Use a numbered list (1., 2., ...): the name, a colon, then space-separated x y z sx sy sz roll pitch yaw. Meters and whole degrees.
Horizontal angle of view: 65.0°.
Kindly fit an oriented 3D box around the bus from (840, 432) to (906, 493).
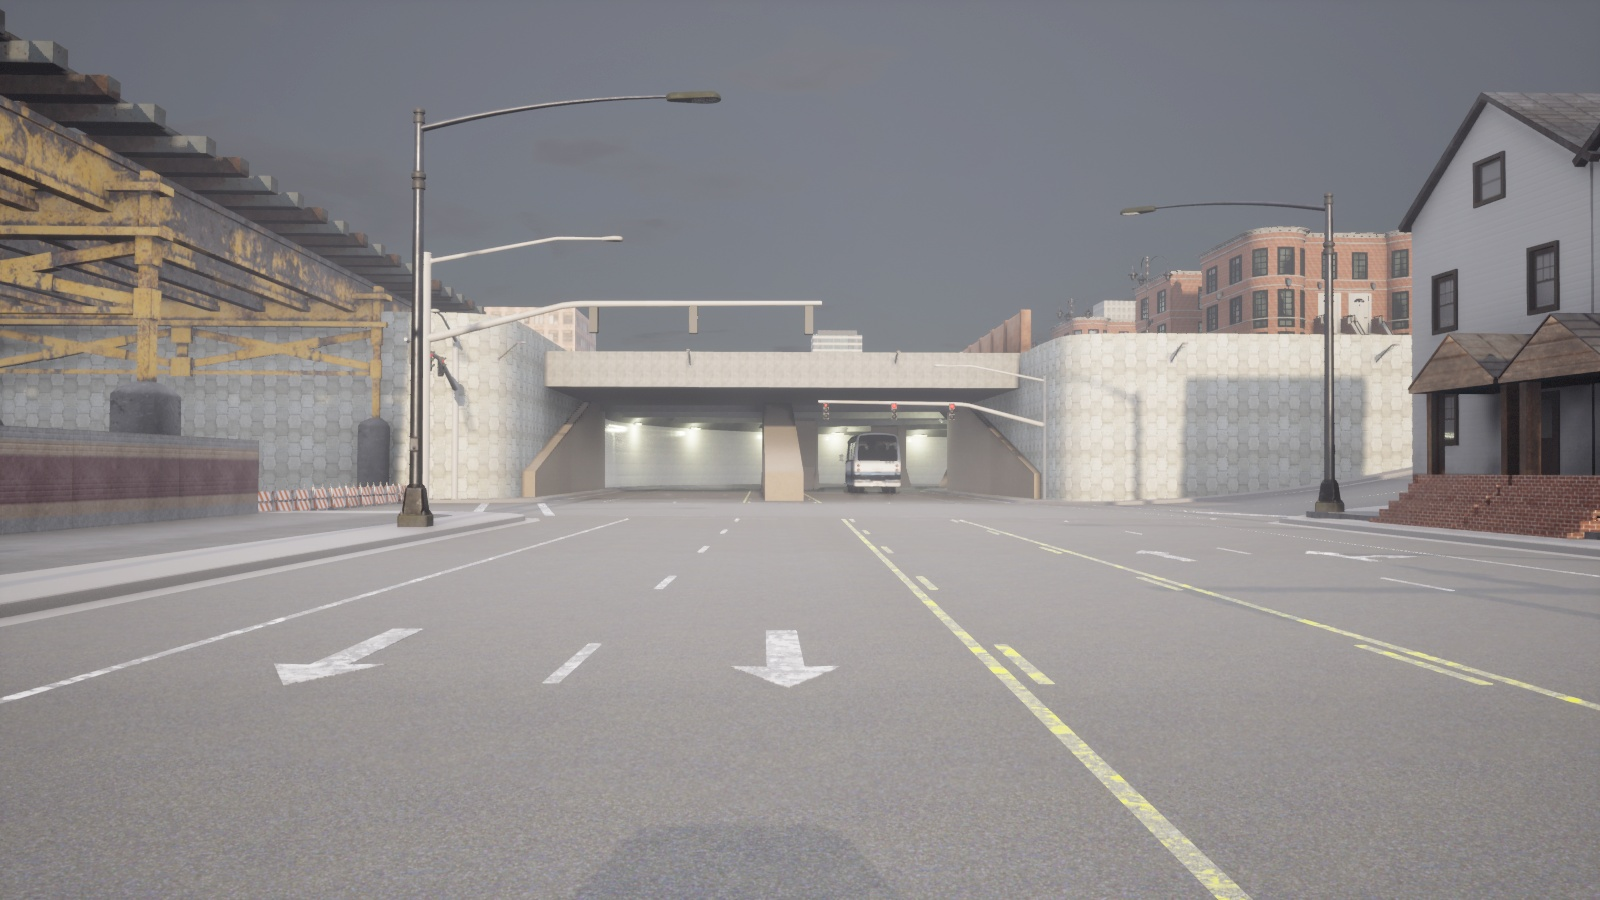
1. bus: 5.212 0.966 92.456 3.944 4.253 10.273 0 -1 -2
